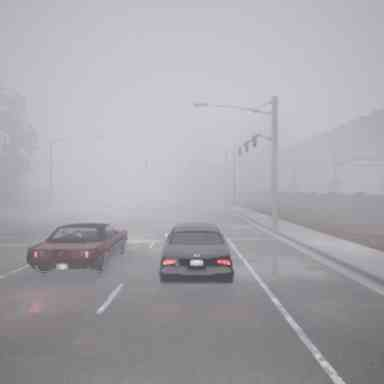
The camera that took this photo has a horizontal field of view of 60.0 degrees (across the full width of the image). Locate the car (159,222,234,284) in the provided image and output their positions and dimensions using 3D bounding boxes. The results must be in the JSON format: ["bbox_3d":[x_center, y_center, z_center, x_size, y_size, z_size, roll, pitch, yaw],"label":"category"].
[{"bbox_3d":[0.106,1.611,9.819,2.033,1.411,5.357,0,0,0],"label":"car"}]

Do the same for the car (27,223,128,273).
[{"bbox_3d":[-3.399,1.669,10.917,1.895,1.301,4.718,0,0,0],"label":"car"}]
